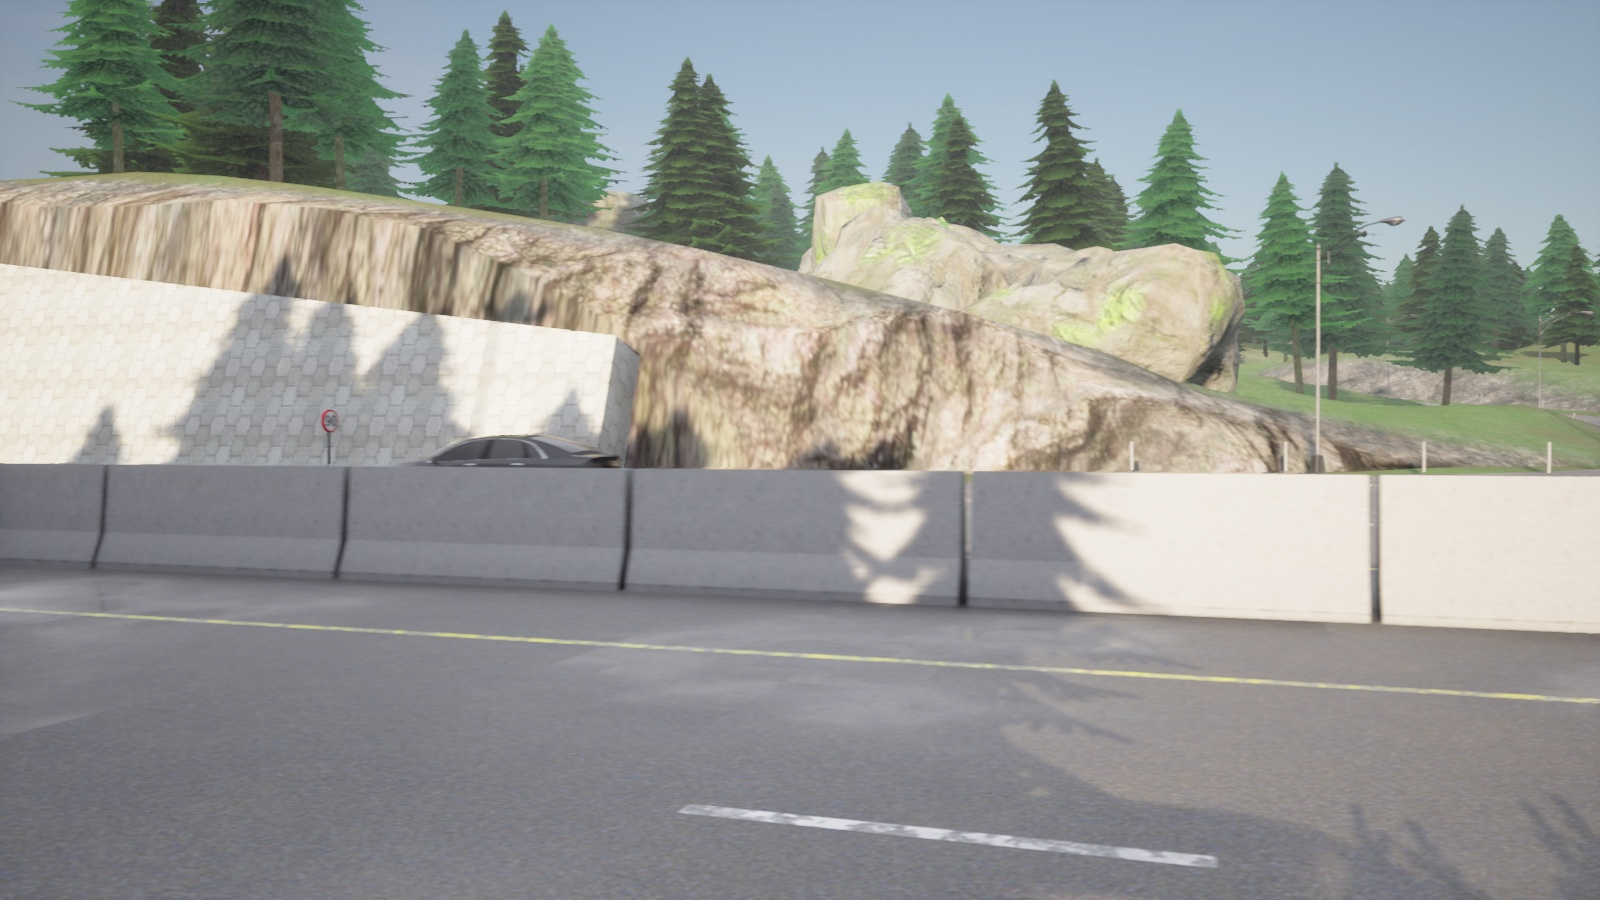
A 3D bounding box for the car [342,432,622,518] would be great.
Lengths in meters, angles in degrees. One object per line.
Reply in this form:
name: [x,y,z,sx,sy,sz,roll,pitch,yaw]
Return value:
car: [-5.980,0.416,23.667,4.892,1.490,1.837,1,1,19]
